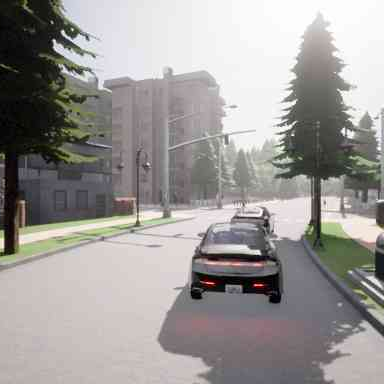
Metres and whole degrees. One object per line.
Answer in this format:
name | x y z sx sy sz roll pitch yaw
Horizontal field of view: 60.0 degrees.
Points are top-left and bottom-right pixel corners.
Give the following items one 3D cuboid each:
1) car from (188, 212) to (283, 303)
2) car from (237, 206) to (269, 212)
car | 1.105 1.492 8.268 2.128 1.511 4.902 0 0 9
car | 3.231 1.491 17.375 2.128 1.511 4.902 0 0 18
